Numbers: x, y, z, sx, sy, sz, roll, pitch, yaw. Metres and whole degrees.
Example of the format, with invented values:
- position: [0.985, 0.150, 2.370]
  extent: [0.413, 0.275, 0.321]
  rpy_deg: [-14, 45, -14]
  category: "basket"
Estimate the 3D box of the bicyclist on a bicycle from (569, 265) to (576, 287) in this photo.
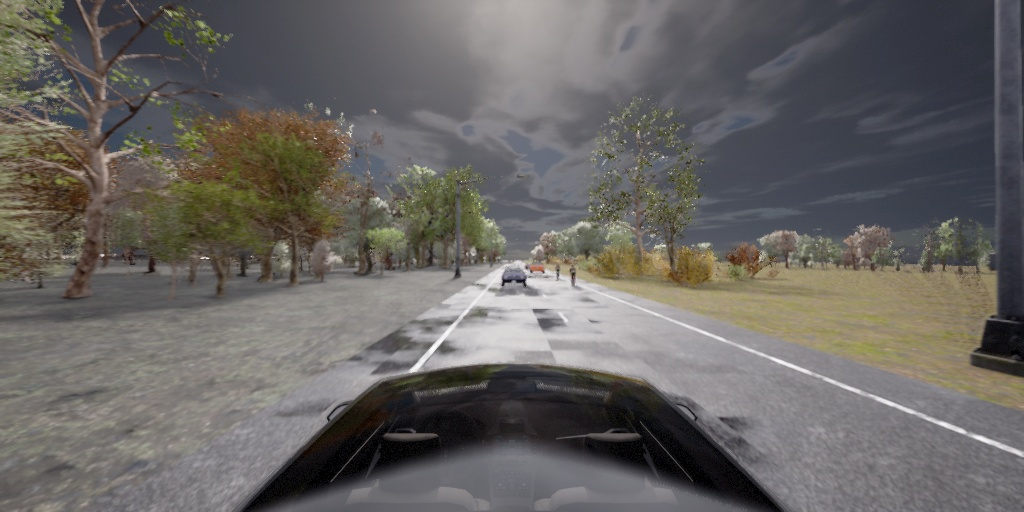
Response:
- position: [4.512, 1.471, 26.541]
  extent: [0.582, 1.620, 1.656]
  rpy_deg: [0, -1, 0]
  category: "bicyclist on a bicycle"

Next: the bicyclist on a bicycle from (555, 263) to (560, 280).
- position: [4.532, 1.562, 35.487]
  extent: [0.582, 1.620, 1.656]
  rpy_deg: [0, -1, 0]
  category: "bicyclist on a bicycle"

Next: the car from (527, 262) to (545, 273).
- position: [3.706, 1.643, 53.773]
  extent: [2.097, 1.767, 4.553]
  rpy_deg: [0, -1, 0]
  category: "car"

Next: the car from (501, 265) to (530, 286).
- position: [0.148, 1.622, 28.440]
  extent: [1.895, 1.301, 4.718]
  rpy_deg: [0, -1, 0]
  category: "car"
